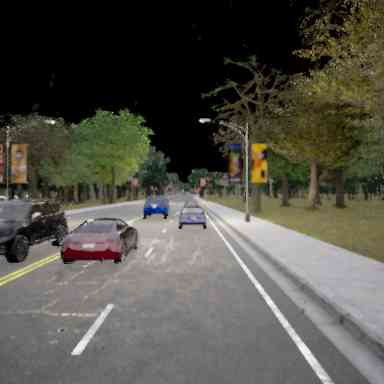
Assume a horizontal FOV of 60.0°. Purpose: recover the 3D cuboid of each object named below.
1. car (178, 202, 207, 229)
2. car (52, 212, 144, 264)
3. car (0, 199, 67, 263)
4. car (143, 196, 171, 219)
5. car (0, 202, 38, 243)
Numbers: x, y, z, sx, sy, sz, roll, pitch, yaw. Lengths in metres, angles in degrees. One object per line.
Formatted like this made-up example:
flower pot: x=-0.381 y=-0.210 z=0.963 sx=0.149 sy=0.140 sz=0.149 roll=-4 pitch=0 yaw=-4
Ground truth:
car: x=0.032 y=1.673 z=22.929 sx=2.033 sy=1.411 sz=5.357 roll=0 pitch=0 yaw=0
car: x=-3.176 y=1.631 z=12.184 sx=1.994 sy=1.385 sz=4.181 roll=0 pitch=0 yaw=0
car: x=-6.580 y=1.293 z=12.567 sx=2.150 sy=2.045 sz=5.566 roll=0 pitch=-1 yaw=0
car: x=-3.270 y=1.396 z=31.425 sx=2.150 sy=2.045 sz=5.566 roll=0 pitch=0 yaw=0
car: x=-9.807 y=1.443 z=16.574 sx=2.097 sy=1.767 sz=4.553 roll=0 pitch=0 yaw=0
